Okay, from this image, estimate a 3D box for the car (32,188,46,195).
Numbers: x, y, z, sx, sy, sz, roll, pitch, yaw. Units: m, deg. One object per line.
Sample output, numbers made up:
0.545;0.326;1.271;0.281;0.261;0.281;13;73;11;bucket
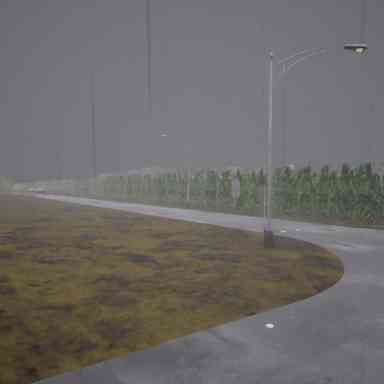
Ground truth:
-37.765;-0.132;82.939;1.882;1.535;5.008;1;1;-35;car
